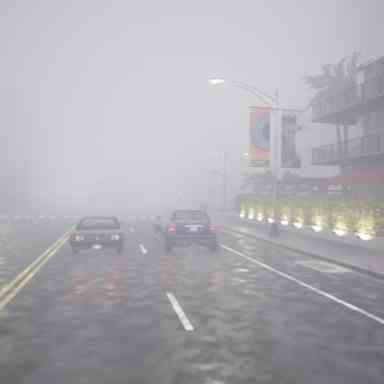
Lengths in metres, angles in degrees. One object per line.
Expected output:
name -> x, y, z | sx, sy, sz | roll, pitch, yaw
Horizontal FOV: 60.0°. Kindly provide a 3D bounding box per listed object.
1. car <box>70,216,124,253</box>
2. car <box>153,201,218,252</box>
car -> -3.849, 1.647, 13.863 | 1.895, 1.301, 4.718 | 1, 0, -14
car -> -0.439, 1.449, 14.669 | 2.097, 1.767, 4.553 | 1, -1, -14
